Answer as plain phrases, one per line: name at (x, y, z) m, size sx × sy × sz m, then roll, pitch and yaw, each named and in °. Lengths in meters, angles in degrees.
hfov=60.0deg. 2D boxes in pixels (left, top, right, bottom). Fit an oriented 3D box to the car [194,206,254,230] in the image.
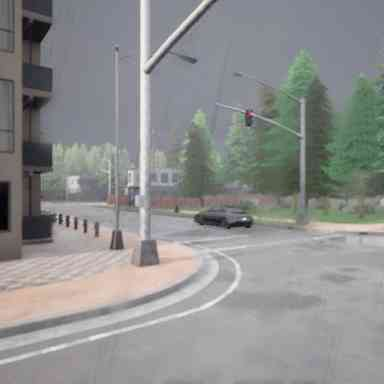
car at (1.940, 1.553, 21.075) m, size 1.994 × 1.385 × 4.181 m, roll 1°, pitch 0°, yaw -33°
